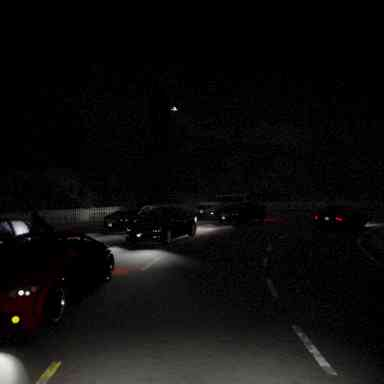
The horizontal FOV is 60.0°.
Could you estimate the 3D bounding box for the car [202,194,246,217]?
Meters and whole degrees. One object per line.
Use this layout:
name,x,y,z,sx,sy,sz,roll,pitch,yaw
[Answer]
car,2.661,1.221,28.598,2.150,2.045,5.566,0,0,44

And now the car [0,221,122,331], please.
car,-3.125,1.564,6.936,1.994,1.385,4.181,0,0,6

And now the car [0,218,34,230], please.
car,-6.288,1.546,10.286,2.033,1.411,5.357,0,0,9

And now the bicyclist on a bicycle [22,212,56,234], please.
bicyclist on a bicycle,-4.853,1.459,10.624,1.656,1.620,0.582,-1,0,9

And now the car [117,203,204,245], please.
car,-1.265,1.505,15.691,1.837,1.490,4.892,0,0,21

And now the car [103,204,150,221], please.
car,-3.248,1.492,19.869,2.128,1.511,4.902,0,0,27

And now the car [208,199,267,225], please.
car,3.709,1.491,24.466,2.128,1.511,4.902,0,0,40

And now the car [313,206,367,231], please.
car,9.226,1.547,20.554,2.033,1.411,5.357,0,0,41
